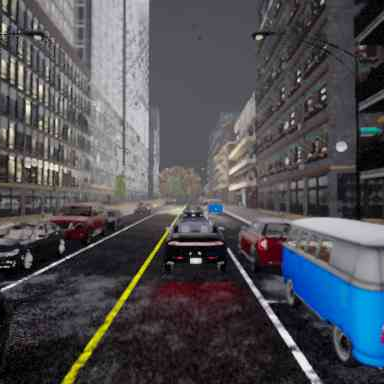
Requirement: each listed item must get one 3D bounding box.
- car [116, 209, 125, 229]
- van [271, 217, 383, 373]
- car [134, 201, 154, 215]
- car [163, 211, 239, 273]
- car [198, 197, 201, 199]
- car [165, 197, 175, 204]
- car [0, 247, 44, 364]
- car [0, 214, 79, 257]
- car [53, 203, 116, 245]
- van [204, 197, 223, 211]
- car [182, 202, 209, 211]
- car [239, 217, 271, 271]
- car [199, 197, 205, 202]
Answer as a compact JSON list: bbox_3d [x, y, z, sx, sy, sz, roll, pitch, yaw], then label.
[{"bbox_3d":[-5.676,1.801,22.545,1.947,1.339,4.313,1,-1,0],"label":"car"},{"bbox_3d":[2.705,1.400,5.582,1.690,1.788,3.998,1,-1,0],"label":"van"},{"bbox_3d":[-5.671,1.852,39.518,1.967,1.590,4.097,1,-1,0],"label":"car"},{"bbox_3d":[0.103,1.608,11.122,2.128,1.511,4.902,0,-1,0],"label":"car"},{"bbox_3d":[2.716,2.080,73.467,2.192,1.841,5.009,1,-1,0],"label":"car"},{"bbox_3d":[-5.669,2.198,84.775,2.192,1.841,5.009,1,-1,0],"label":"car"},{"bbox_3d":[-3.101,1.514,2.037,2.128,1.511,4.902,0,-1,0],"label":"car"},{"bbox_3d":[-5.677,1.669,11.231,2.008,1.369,4.403,1,-1,0],"label":"car"},{"bbox_3d":[-5.672,1.492,16.890,2.192,1.841,5.009,1,-1,0],"label":"car"},{"bbox_3d":[2.711,1.752,39.524,1.690,1.788,3.998,1,-1,0],"label":"van"},{"bbox_3d":[0.107,1.835,27.575,2.033,1.411,5.357,0,-1,0],"label":"car"},{"bbox_3d":[2.705,1.558,11.238,1.967,1.590,4.097,1,-1,0],"label":"car"},{"bbox_3d":[2.711,2.197,62.149,2.008,1.369,4.403,1,-1,0],"label":"car"}]
